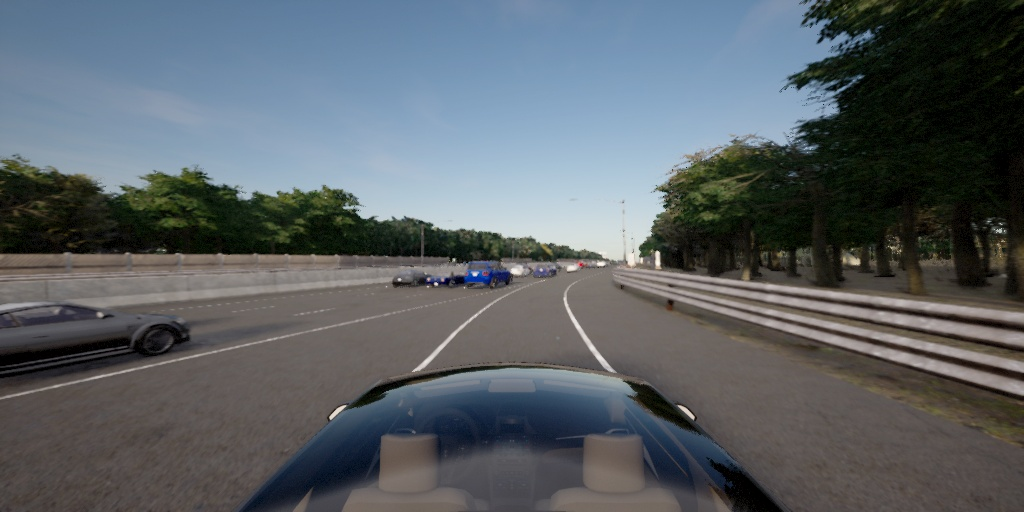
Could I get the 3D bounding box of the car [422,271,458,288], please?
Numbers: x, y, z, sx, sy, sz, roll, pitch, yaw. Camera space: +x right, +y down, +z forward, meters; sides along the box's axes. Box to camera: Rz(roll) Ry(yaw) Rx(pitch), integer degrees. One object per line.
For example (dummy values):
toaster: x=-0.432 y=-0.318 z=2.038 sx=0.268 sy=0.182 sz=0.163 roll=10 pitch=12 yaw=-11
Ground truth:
car: x=-5.092 y=1.886 z=29.696 sx=1.895 sy=1.301 sz=4.718 roll=-1 pitch=-1 yaw=20

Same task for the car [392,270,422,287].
car: x=-8.395 y=1.891 z=30.852 sx=1.994 sy=1.385 sz=4.181 roll=-1 pitch=-1 yaw=20

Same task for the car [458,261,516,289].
car: x=-1.790 y=1.466 z=28.543 sx=2.150 sy=2.045 sz=5.566 roll=-1 pitch=-1 yaw=20

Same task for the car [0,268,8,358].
car: x=-13.590 y=1.281 z=6.016 sx=2.150 sy=2.045 sz=5.566 roll=-1 pitch=-1 yaw=20

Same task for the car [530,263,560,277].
car: x=4.274 y=1.761 z=45.449 sx=2.097 sy=1.767 sz=4.553 roll=-1 pitch=-1 yaw=20

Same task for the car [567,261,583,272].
car: x=11.044 y=2.120 z=64.319 sx=1.812 sy=1.442 sz=4.674 roll=-1 pitch=-1 yaw=20

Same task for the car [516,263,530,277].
car: x=0.996 y=1.978 z=46.677 sx=1.812 sy=1.442 sz=4.674 roll=-1 pitch=-1 yaw=20

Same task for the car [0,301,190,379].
car: x=-9.398 y=1.607 z=7.326 sx=1.994 sy=1.385 sz=4.181 roll=-1 pitch=-1 yaw=20
